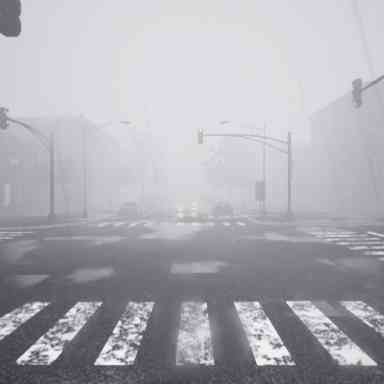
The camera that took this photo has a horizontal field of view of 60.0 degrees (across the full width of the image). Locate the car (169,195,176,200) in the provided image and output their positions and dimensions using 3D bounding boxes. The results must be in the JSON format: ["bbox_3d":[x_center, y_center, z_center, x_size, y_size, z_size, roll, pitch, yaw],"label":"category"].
[{"bbox_3d":[-5.355,1.543,91.400,1.802,1.307,4.206,0,0,0],"label":"car"}]

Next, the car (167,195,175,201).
[{"bbox_3d":[-5.375,1.508,85.854,1.887,1.381,4.507,0,0,0],"label":"car"}]

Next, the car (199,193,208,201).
[{"bbox_3d":[3.003,1.278,85.823,2.192,1.841,5.009,-1,0,0],"label":"car"}]

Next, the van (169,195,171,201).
[{"bbox_3d":[-5.459,1.315,63.669,1.690,1.788,3.998,0,0,0],"label":"van"}]

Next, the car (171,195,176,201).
[{"bbox_3d":[-5.396,1.532,80.308,1.947,1.339,4.313,0,0,0],"label":"car"}]

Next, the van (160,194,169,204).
[{"bbox_3d":[-5.480,1.317,58.123,1.690,1.788,3.998,0,0,0],"label":"van"}]

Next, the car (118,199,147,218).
[{"bbox_3d":[-5.580,1.570,30.391,1.802,1.307,4.206,0,0,0],"label":"car"}]

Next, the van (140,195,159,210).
[{"bbox_3d":[-5.541,1.325,41.484,1.690,1.788,3.998,0,0,0],"label":"van"}]

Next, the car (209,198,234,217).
[{"bbox_3d":[2.800,1.513,30.530,1.752,1.417,4.829,-1,0,0],"label":"car"}]

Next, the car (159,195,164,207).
[{"bbox_3d":[-5.520,1.526,47.031,1.887,1.381,4.507,0,0,0],"label":"car"}]

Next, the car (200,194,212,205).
[{"bbox_3d":[2.903,1.527,58.092,2.008,1.369,4.403,-1,0,0],"label":"car"}]

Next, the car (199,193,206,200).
[{"bbox_3d":[2.964,1.535,74.730,1.947,1.339,4.313,-1,0,0],"label":"car"}]
